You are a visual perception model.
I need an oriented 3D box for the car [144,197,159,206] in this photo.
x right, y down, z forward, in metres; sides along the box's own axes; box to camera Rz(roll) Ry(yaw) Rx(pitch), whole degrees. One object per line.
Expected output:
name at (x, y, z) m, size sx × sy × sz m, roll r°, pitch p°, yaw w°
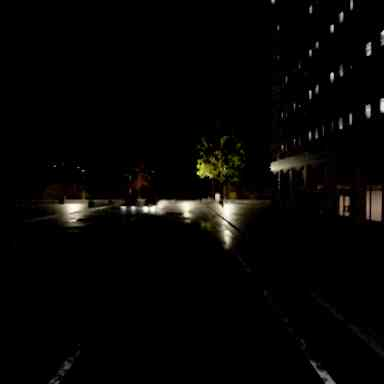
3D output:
car at (-6.513, 1.513, 53.794) m, size 2.128 × 1.511 × 4.902 m, roll 0°, pitch 0°, yaw 0°

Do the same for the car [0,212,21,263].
car at (-6.602, 1.358, 8.899) m, size 2.097 × 1.767 × 4.553 m, roll 0°, pitch 0°, yaw 0°

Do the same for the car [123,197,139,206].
car at (-9.763, 1.540, 53.761) m, size 1.812 × 1.442 × 4.674 m, roll 0°, pitch 0°, yaw 0°
